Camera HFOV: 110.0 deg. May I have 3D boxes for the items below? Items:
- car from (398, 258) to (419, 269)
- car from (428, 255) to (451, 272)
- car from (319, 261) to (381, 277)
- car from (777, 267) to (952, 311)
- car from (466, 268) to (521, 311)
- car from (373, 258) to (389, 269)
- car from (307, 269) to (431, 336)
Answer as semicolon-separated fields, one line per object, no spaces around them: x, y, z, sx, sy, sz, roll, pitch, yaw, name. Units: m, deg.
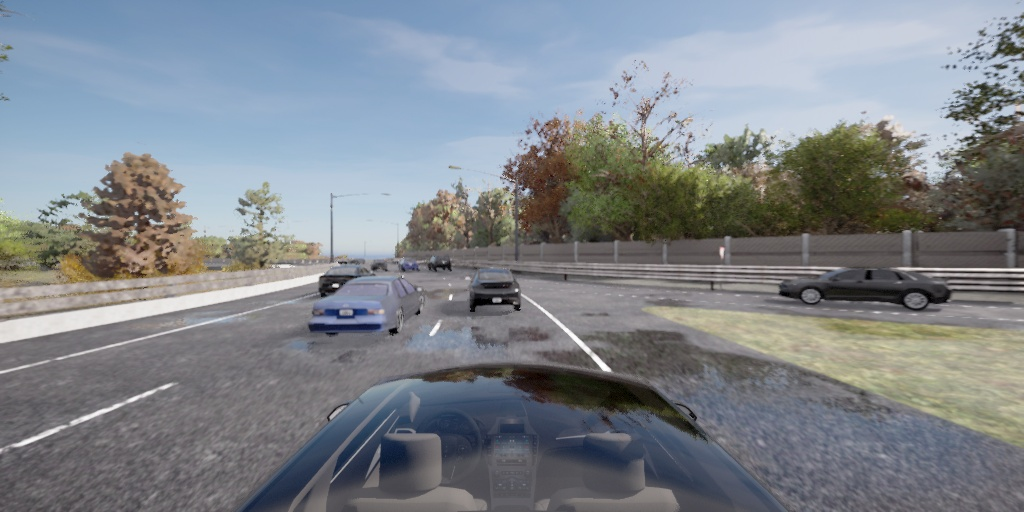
-13.497;1.055;46.555;2.097;1.767;4.553;0;0;-25;car
-9.339;0.911;45.994;2.150;2.045;5.566;0;0;-23;car
-8.623;1.222;19.142;1.882;1.535;5.008;0;0;-9;car
13.469;1.181;14.096;4.892;1.490;1.837;0;0;31;car
-0.796;1.231;14.399;1.837;1.490;4.892;0;0;-7;car
-17.340;1.222;46.560;1.837;1.490;4.892;0;0;-25;car
-3.843;1.293;10.454;2.033;1.411;5.357;0;0;-4;car
